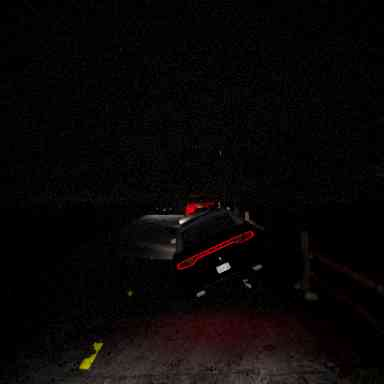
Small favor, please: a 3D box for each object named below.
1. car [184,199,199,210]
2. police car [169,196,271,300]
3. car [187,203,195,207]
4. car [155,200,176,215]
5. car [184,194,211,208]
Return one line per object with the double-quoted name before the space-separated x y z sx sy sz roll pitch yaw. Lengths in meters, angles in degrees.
"car" -0.074 1.730 46.471 2.033 1.411 5.357 0 0 0
"police car" 0.484 1.210 8.657 1.930 1.638 5.238 -25 0 0
"car" 0.791 1.569 18.537 1.812 1.442 4.674 0 0 0
"car" -2.819 1.623 36.132 1.837 1.490 4.892 0 0 0
"car" 0.677 1.238 24.480 2.150 2.045 5.566 -3 -2 3
